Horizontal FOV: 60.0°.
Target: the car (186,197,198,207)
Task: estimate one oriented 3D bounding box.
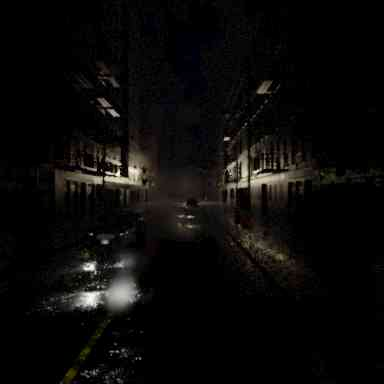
[{"bbox_3d":[-0.002,1.695,56.021,1.837,1.490,4.892,0,0,0],"label":"car"}]

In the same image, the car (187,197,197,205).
[{"bbox_3d":[-0.002,1.713,66.439,1.882,1.535,5.008,0,0,0],"label":"car"}]

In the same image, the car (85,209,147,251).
[{"bbox_3d":[-3.076,1.526,14.269,2.128,1.511,4.902,0,0,0],"label":"car"}]
